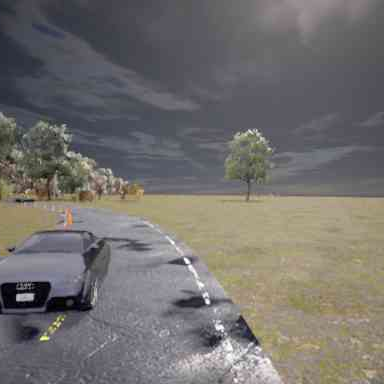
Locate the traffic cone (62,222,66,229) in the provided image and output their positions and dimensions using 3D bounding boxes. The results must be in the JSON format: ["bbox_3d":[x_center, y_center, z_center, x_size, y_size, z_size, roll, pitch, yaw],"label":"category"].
[{"bbox_3d":[-7.000,1.954,18.218,0.340,0.580,0.340,0,0,-15],"label":"traffic cone"}]

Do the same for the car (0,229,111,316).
[{"bbox_3d":[-3.021,1.573,7.535,1.994,1.385,4.181,0,0,-7],"label":"car"}]

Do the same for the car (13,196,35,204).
[{"bbox_3d":[-28.752,1.397,56.983,4.718,1.301,1.895,1,0,39],"label":"car"}]

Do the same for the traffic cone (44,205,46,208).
[{"bbox_3d":[-19.563,1.828,44.220,0.340,0.580,0.340,1,0,-37],"label":"traffic cone"}]

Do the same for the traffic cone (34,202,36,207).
[{"bbox_3d":[-22.584,1.797,48.004,0.340,0.580,0.340,1,0,-40],"label":"traffic cone"}]
